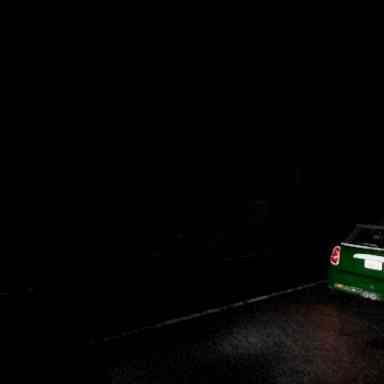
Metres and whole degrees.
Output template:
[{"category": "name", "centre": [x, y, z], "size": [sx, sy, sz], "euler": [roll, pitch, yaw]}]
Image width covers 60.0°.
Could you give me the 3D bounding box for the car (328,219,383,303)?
[{"category": "car", "centre": [5.074, 1.366, 7.367], "size": [4.553, 1.767, 2.097], "euler": [0, 0, -35]}]

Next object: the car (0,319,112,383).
[{"category": "car", "centre": [-2.846, 1.489, 1.717], "size": [4.902, 1.511, 2.128], "euler": [0, 0, -36]}]
